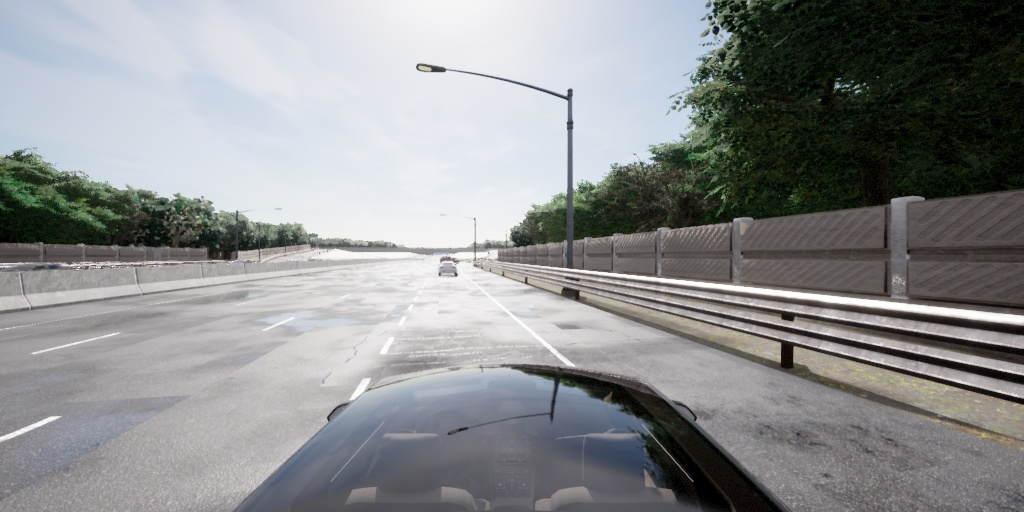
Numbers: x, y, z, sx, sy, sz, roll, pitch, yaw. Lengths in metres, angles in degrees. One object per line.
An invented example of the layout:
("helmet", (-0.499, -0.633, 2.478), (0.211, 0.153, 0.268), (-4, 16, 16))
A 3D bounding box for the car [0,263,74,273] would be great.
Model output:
("car", (-32.811, 1.263, 24.430), (1.837, 1.490, 4.892), (0, 0, -11))

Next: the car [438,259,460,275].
("car", (-6.937, 1.299, 38.677), (1.812, 1.442, 4.674), (0, 0, -11))
